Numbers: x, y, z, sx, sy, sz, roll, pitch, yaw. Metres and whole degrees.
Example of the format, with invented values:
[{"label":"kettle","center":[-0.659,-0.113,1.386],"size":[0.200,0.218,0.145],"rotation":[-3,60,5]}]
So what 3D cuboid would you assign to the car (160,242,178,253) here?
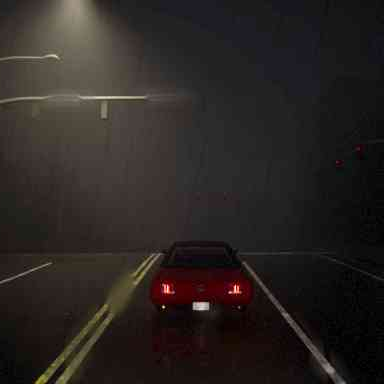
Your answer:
[{"label":"car","center":[-2.920,7.147,42.882],"size":[1.895,1.301,4.718],"rotation":[0,-10,1]}]

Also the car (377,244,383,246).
[{"label":"car","center":[17.310,4.599,26.743],"size":[4.902,1.511,2.128],"rotation":[4,-10,1]}]

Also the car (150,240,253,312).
[{"label":"car","center":[0.194,1.832,8.198],"size":[1.895,1.301,4.718],"rotation":[0,-2,1]}]
